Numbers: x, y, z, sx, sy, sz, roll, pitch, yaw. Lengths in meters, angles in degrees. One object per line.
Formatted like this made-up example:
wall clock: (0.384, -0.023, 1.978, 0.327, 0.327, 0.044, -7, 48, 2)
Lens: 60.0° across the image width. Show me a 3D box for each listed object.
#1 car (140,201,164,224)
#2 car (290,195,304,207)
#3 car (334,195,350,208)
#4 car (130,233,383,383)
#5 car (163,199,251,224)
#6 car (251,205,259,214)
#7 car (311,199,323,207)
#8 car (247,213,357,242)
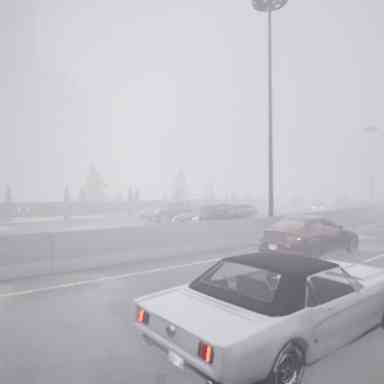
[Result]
car: (-1.835, 1.475, 25.838, 2.097, 1.767, 4.553, 0, -1, 44)
car: (19.202, 1.631, 60.634, 2.150, 2.045, 5.566, 0, -1, 18)
car: (24.102, 1.538, 53.534, 2.150, 2.045, 5.566, 0, 0, 21)
car: (1.565, 1.618, 5.155, 4.718, 1.301, 1.895, 0, 0, -38)
car: (0.962, 1.432, 18.803, 4.553, 1.767, 2.097, 0, 0, -44)
car: (3.478, 1.626, 26.333, 1.837, 1.490, 4.892, 0, 0, 42)
car: (23.072, 2.001, 61.345, 1.895, 1.301, 4.718, 0, -1, 17)
car: (4.281, 1.567, 12.059, 4.674, 1.442, 1.812, 0, 0, -41)
